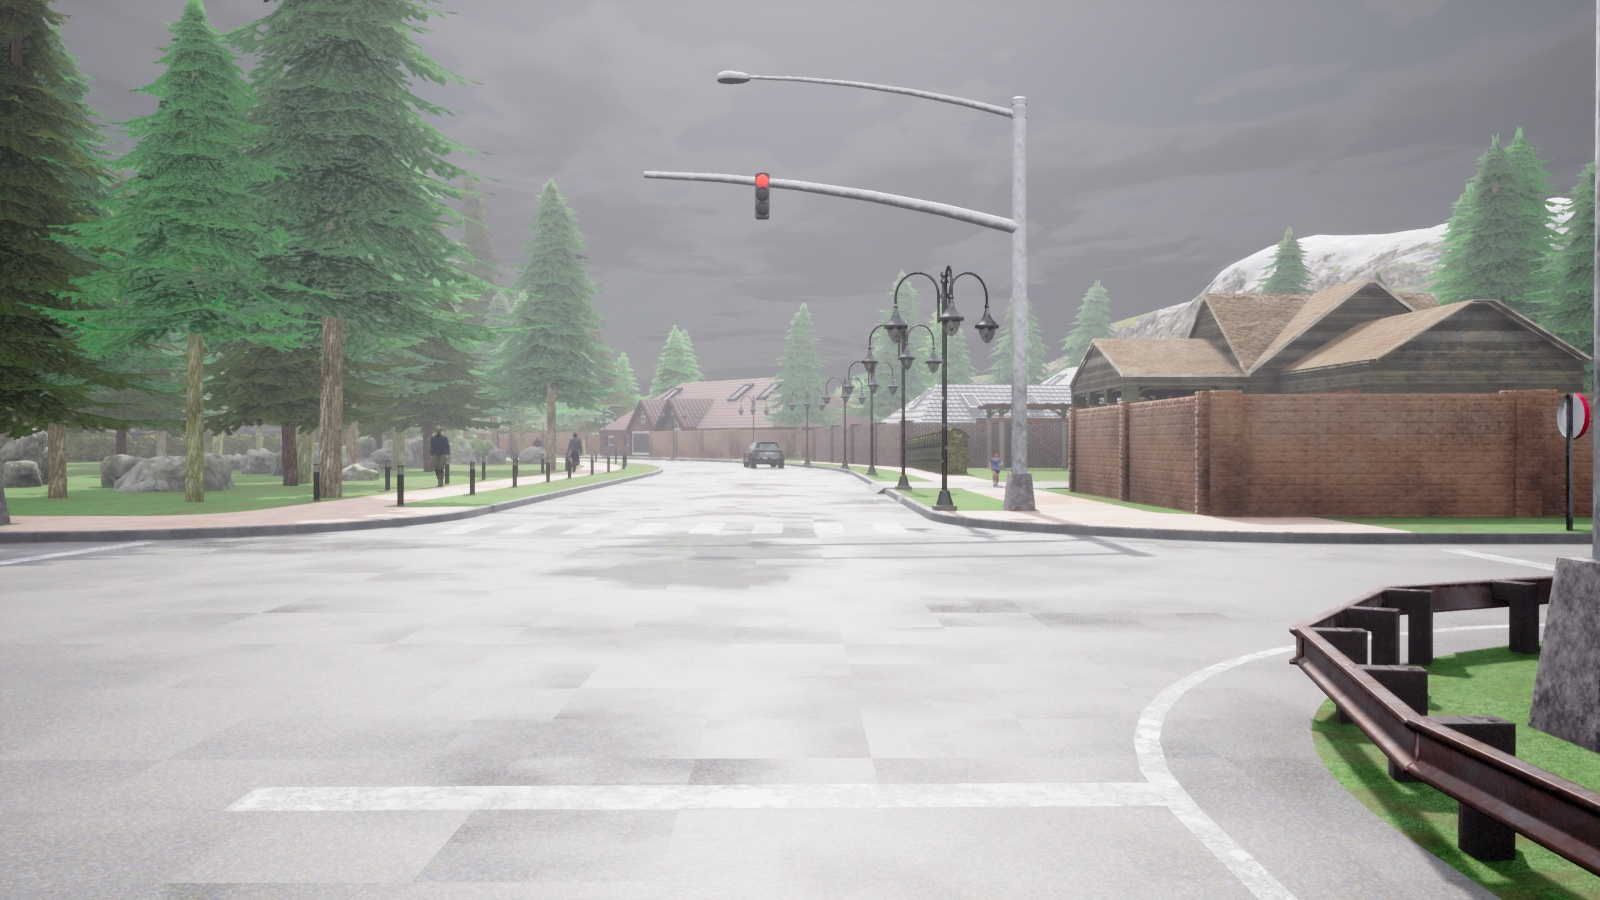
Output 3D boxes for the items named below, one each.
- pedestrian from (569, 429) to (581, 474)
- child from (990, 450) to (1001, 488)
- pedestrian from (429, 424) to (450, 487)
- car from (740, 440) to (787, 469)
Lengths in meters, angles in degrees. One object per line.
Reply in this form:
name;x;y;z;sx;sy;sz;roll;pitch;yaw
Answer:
pedestrian;-9.928;0.052;55.340;0.423;1.949;0.788;0;0;-2
child;5.792;0.557;37.176;0.255;1.110;0.394;0;0;2
pedestrian;-10.550;0.156;36.726;0.402;1.842;0.726;0;0;0
car;-2.170;0.230;73.574;2.033;1.649;4.856;0;0;-10
